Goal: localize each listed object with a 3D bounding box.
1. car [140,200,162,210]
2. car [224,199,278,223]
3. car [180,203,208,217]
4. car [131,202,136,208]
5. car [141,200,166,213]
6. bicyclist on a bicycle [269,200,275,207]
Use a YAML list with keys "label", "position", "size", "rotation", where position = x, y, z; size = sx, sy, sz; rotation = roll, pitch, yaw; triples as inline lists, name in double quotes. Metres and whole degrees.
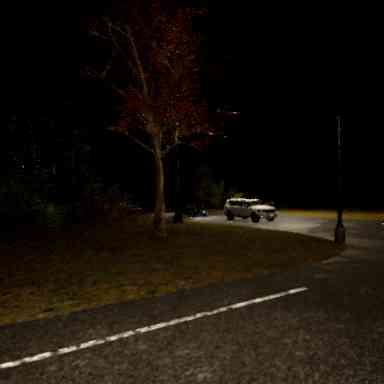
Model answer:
- label: "car"
  position: [-7.191, 2.237, 57.346]
  size: [1.837, 1.490, 4.892]
  rotation: [-1, 0, -32]
- label: "car"
  position: [5.250, 1.645, 30.527]
  size: [2.150, 2.045, 5.566]
  rotation: [-1, 0, -34]
- label: "car"
  position: [0.024, 2.056, 38.968]
  size: [1.837, 1.490, 4.892]
  rotation: [-1, 0, -32]
- label: "car"
  position: [-12.704, 2.397, 66.189]
  size: [1.812, 1.442, 4.674]
  rotation: [-1, 0, -32]
- label: "car"
  position: [-5.460, 2.164, 47.793]
  size: [1.882, 1.535, 5.008]
  rotation: [-1, 0, -32]
- label: "bicyclist on a bicycle"
  position: [9.226, 1.806, 38.575]
  size: [1.656, 1.620, 0.582]
  rotation: [0, -1, -32]
